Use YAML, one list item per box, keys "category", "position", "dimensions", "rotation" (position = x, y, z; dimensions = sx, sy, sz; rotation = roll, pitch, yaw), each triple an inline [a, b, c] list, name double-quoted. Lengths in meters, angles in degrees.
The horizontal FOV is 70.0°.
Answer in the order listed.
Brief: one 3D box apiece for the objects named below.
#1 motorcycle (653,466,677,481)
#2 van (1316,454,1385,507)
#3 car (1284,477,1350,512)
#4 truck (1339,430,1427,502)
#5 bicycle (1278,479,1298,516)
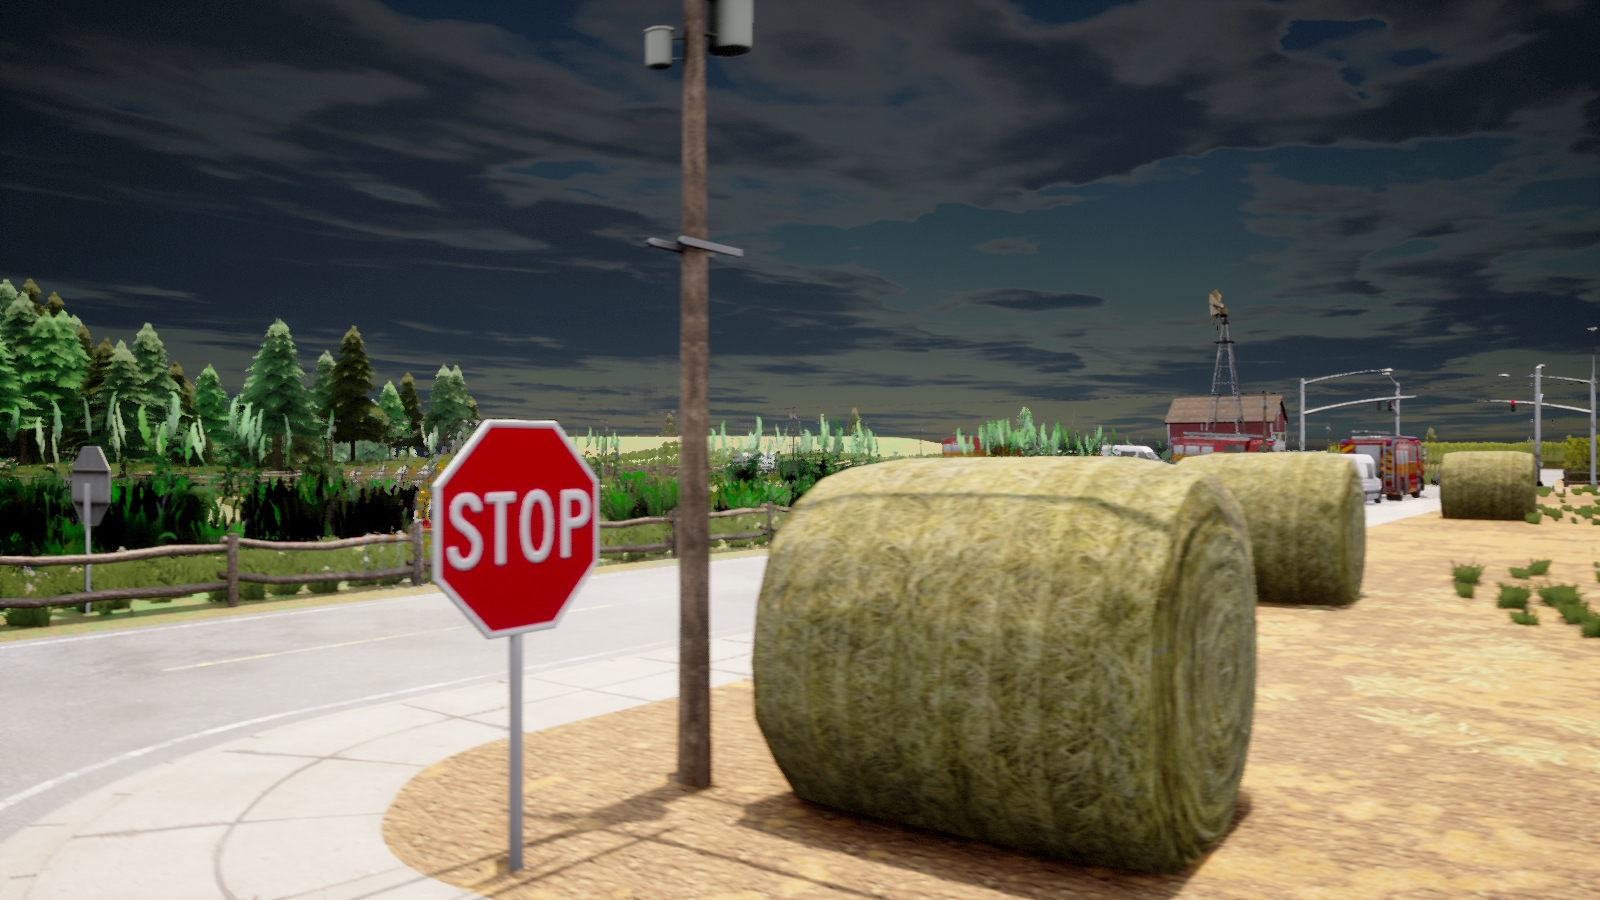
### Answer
- category: "motorcycle"
  position: [-12.232, 2.100, 103.544]
  dimensions: [0.764, 1.307, 2.356]
  rotation: [0, 0, 38]
- category: "van"
  position: [28.091, 1.493, 58.201]
  dimensions: [1.988, 2.561, 5.915]
  rotation: [0, 0, 38]
- category: "car"
  position: [23.916, 2.025, 52.784]
  dimensions: [1.816, 1.474, 4.193]
  rotation: [0, 0, 38]
- category: "truck"
  position: [33.143, 0.849, 64.767]
  dimensions: [2.891, 3.827, 8.468]
  rotation: [0, 0, 38]
- category: "bicycle"
  position: [20.833, 2.019, 48.807]
  dimensions: [0.329, 1.471, 1.835]
  rotation: [0, 0, 38]
